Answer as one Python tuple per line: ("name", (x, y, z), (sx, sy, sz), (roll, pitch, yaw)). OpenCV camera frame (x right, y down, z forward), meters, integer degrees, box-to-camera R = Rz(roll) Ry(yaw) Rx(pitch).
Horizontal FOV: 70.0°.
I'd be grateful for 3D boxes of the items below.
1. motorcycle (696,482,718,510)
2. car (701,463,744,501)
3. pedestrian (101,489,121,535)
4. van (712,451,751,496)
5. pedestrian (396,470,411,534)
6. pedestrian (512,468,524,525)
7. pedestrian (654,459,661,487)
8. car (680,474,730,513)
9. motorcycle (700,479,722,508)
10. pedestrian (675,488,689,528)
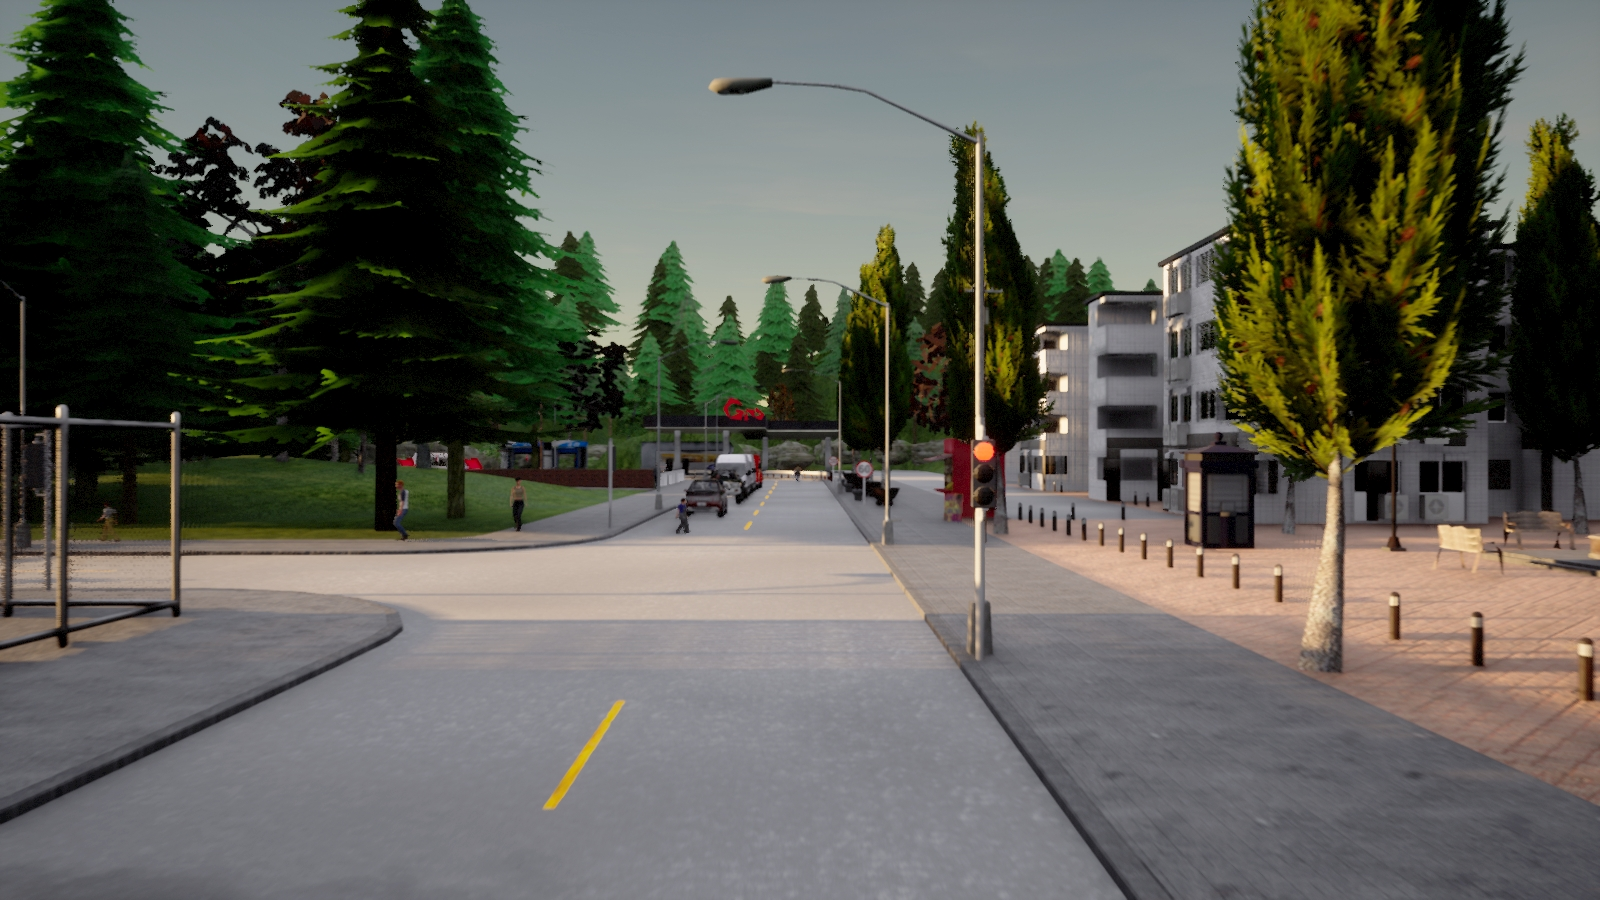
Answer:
("motorcycle", (-4.017, 1.993, 49.549), (0.803, 1.145, 2.033), (0, 0, 0))
("car", (-4.045, 1.644, 60.374), (1.932, 1.855, 4.605), (0, 0, 0))
("pedestrian", (-20.138, 1.805, 33.404), (0.375, 1.300, 0.375), (0, 0, -6))
("van", (-3.990, 1.315, 67.440), (1.988, 2.561, 5.915), (0, 0, 0))
("pedestrian", (-11.676, 1.524, 33.664), (0.375, 1.860, 0.375), (0, 0, -12))
("pedestrian", (-9.230, 1.526, 37.412), (0.375, 1.860, 0.375), (0, 0, -10))
("pedestrian", (-9.550, 1.525, 76.653), (0.375, 1.860, 0.375), (0, 0, 8))
("car", (-3.999, 1.809, 48.477), (1.789, 1.549, 3.705), (0, 0, 0))
("motorcycle", (-3.987, 1.962, 51.541), (0.856, 1.236, 1.805), (0, 0, 0))
("pedestrian", (-3.906, 1.909, 37.858), (0.375, 1.300, 0.375), (0, 0, 14))
